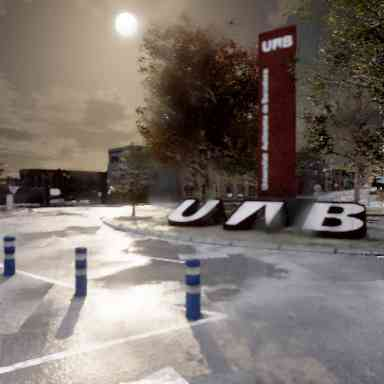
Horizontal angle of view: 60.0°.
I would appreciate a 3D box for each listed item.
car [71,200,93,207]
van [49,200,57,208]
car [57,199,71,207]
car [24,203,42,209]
[{"bbox_3d":[-21.992,2.366,67.711,4.674,1.452,2.002,-4,-4,41],"label":"car"},{"bbox_3d":[-30.419,2.700,74.945,4.442,1.987,1.878,-4,-2,41],"label":"van"},{"bbox_3d":[-26.161,2.652,71.281,4.792,1.488,2.163,-4,-2,41],"label":"car"},{"bbox_3d":[-38.676,3.556,82.062,4.674,1.452,2.002,-4,-2,41],"label":"car"}]
